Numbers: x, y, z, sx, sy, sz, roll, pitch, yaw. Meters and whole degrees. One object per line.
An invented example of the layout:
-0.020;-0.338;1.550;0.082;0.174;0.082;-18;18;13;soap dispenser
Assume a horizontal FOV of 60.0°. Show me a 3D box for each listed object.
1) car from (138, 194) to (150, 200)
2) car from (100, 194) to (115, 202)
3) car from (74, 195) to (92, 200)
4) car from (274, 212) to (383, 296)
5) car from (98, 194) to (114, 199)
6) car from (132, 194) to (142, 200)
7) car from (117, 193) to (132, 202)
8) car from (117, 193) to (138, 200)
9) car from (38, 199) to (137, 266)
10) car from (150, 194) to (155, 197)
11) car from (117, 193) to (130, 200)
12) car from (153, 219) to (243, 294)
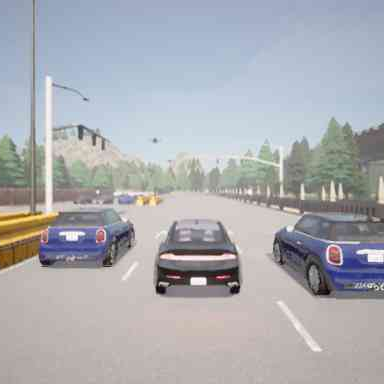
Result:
-10.258;1.218;67.745;1.812;1.442;4.674;0;1;0;car
-17.255;1.190;68.230;1.837;1.490;4.892;0;0;0;car
-17.381;1.263;53.109;1.837;1.490;4.892;0;0;0;car
3.629;1.312;8.675;2.097;1.767;4.553;0;0;0;car
-13.882;1.286;53.092;1.812;1.442;4.674;0;1;1;car
-13.701;1.165;83.132;1.994;1.385;4.181;0;0;0;car
-13.757;1.048;67.784;2.097;1.767;4.553;0;0;0;car
-10.388;1.239;52.597;1.882;1.535;5.008;0;1;0;car
-3.361;1.300;11.468;2.097;1.767;4.553;0;0;0;car
-10.201;1.139;82.926;2.128;1.511;4.902;0;0;0;car
-17.199;1.135;83.479;2.128;1.511;4.902;0;0;0;car
0.129;1.452;8.659;2.128;1.511;4.902;0;0;0;car
